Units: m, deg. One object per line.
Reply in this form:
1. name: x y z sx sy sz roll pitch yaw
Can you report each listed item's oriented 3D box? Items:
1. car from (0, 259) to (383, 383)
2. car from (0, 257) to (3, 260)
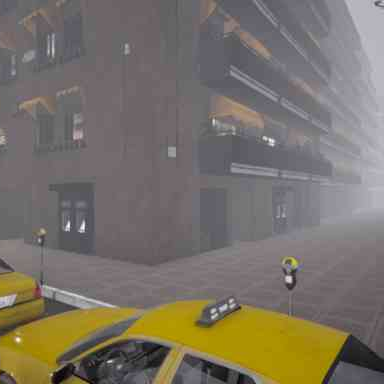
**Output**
1. car: -0.003 1.525 2.728 4.829 1.417 1.752 0 0 36
2. car: -4.591 1.526 6.009 4.829 1.417 1.752 0 0 36
